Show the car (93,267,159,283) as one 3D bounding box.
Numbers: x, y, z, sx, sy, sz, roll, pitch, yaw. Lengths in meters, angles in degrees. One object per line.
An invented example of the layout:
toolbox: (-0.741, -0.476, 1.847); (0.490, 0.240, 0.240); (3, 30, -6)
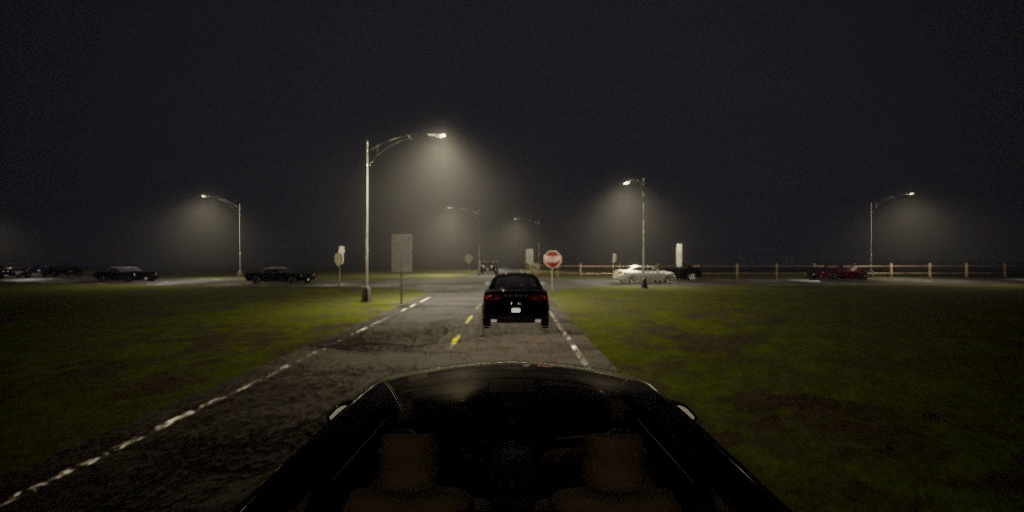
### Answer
car: (-32.305, 1.549, 30.083); (4.718, 1.301, 1.895); (0, 0, 14)

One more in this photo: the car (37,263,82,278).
car: (-48.269, 1.459, 38.462); (5.008, 1.535, 1.882); (0, 0, 25)

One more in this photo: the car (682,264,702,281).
car: (13.451, 1.333, 30.573); (5.008, 1.535, 1.882); (0, 0, -1)

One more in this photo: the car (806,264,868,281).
car: (27.989, 1.410, 30.964); (4.181, 1.385, 1.994); (0, 0, -2)

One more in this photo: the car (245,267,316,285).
car: (-17.770, 1.506, 27.665); (4.718, 1.301, 1.895); (0, 0, 6)

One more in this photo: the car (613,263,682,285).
car: (10.118, 1.398, 27.477); (4.674, 1.442, 1.812); (0, 0, -5)

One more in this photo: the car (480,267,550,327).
car: (0.106, 1.273, 11.790); (1.882, 1.535, 5.008); (0, 0, 0)

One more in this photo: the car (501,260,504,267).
car: (-2.765, 1.592, 61.541); (1.994, 1.385, 4.181); (0, 0, 0)

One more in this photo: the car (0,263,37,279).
car: (-51.388, 1.500, 36.739); (4.902, 1.511, 2.128); (0, 0, 25)

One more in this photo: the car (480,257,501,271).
car: (-2.841, 1.165, 44.573); (2.150, 2.045, 5.566); (0, 0, 0)
